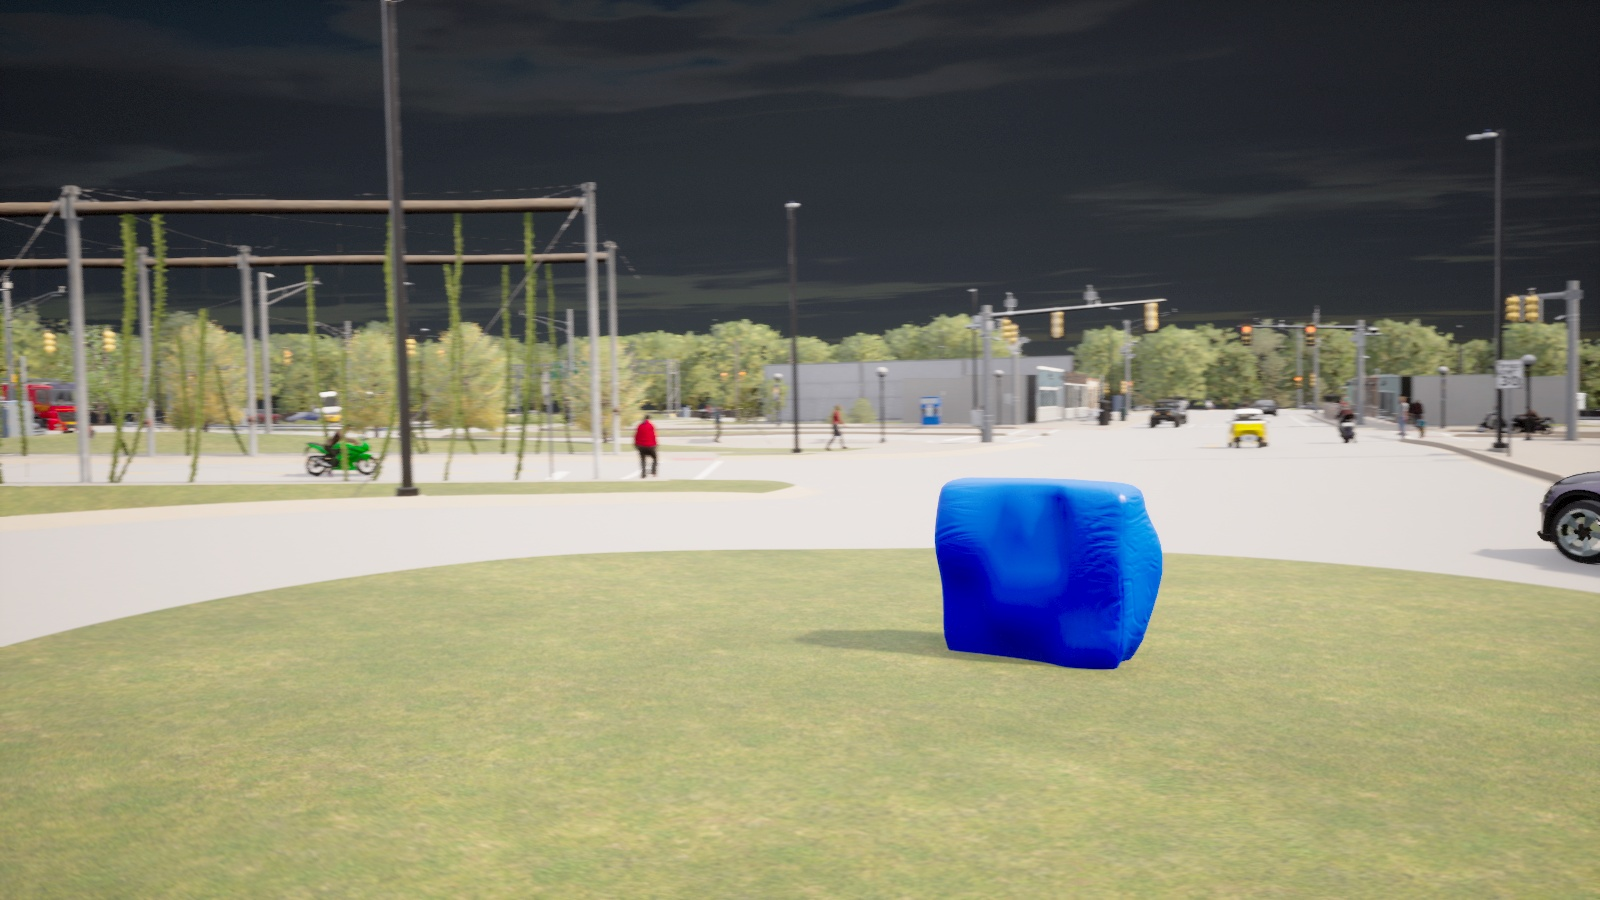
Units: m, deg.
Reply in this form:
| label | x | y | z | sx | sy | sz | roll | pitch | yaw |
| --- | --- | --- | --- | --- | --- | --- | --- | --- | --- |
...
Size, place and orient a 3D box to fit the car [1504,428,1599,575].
| label | x | y | z | sx | sy | sz | roll | pitch | yaw |
| --- | --- | --- | --- | --- | --- | --- | --- | --- | --- |
| car | 10.647 | 0.705 | 13.817 | 2.033 | 1.649 | 4.856 | 0 | 4 | -19 |

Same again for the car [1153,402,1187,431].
| label | x | y | z | sx | sy | sz | roll | pitch | yaw |
| --- | --- | --- | --- | --- | --- | --- | --- | --- | --- |
| car | 24.997 | -2.262 | 84.699 | 1.905 | 1.878 | 3.866 | 0 | 2 | 21 |

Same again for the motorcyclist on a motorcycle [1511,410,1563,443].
| label | x | y | z | sx | sy | sz | roll | pitch | yaw |
| --- | --- | --- | --- | --- | --- | --- | --- | --- | --- |
| motorcyclist on a motorcycle | 36.508 | -1.170 | 62.247 | 2.044 | 1.523 | 0.797 | 2 | 3 | 15 |

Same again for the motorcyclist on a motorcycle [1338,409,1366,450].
| label | x | y | z | sx | sy | sz | roll | pitch | yaw |
| --- | --- | --- | --- | --- | --- | --- | --- | --- | --- |
| motorcyclist on a motorcycle | 21.311 | -0.803 | 48.505 | 0.866 | 1.530 | 2.191 | 0 | 1 | 20 |

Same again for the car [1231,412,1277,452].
| label | x | y | z | sx | sy | sz | roll | pitch | yaw |
| --- | --- | --- | --- | --- | --- | --- | --- | --- | --- |
| car | 15.893 | -0.643 | 44.046 | 1.481 | 1.376 | 2.207 | 0 | 2 | 19 |

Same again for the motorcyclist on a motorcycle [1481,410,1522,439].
| label | x | y | z | sx | sy | sz | roll | pitch | yaw |
| --- | --- | --- | --- | --- | --- | --- | --- | --- | --- |
| motorcyclist on a motorcycle | 38.741 | -1.410 | 69.350 | 1.817 | 1.590 | 0.866 | 2 | 2 | 22 |

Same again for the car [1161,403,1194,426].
| label | x | y | z | sx | sy | sz | roll | pitch | yaw |
| --- | --- | --- | --- | --- | --- | --- | --- | --- | --- |
| car | 28.296 | -2.696 | 94.028 | 2.152 | 1.651 | 5.027 | 0 | 3 | 19 |

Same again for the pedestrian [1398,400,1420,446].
| label | x | y | z | sx | sy | sz | roll | pitch | yaw |
| --- | --- | --- | --- | --- | --- | --- | --- | --- | --- |
| pedestrian | 24.682 | -1.103 | 50.902 | 0.706 | 1.836 | 0.354 | 0 | 3 | 15 |

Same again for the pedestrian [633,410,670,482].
| label | x | y | z | sx | sy | sz | roll | pitch | yaw |
| --- | --- | --- | --- | --- | --- | --- | --- | --- | --- |
| pedestrian | -3.902 | -0.121 | 33.100 | 0.634 | 1.844 | 0.899 | 0 | 3 | 17 |

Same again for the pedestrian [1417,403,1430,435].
| label | x | y | z | sx | sy | sz | roll | pitch | yaw |
| --- | --- | --- | --- | --- | --- | --- | --- | --- | --- |
| pedestrian | 36.264 | -1.816 | 73.034 | 0.634 | 1.844 | 0.899 | 0 | 3 | 22 |

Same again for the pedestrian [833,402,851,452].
| label | x | y | z | sx | sy | sz | roll | pitch | yaw |
| --- | --- | --- | --- | --- | --- | --- | --- | --- | --- |
| pedestrian | 1.582 | -0.877 | 47.443 | 0.636 | 1.846 | 0.331 | -1 | 3 | -6 |

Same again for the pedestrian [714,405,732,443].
| label | x | y | z | sx | sy | sz | roll | pitch | yaw |
| --- | --- | --- | --- | --- | --- | --- | --- | --- | --- |
| pedestrian | -3.840 | -1.302 | 62.630 | 0.726 | 1.842 | 0.402 | 0 | 3 | 20 |

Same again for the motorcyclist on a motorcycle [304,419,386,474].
| label | x | y | z | sx | sy | sz | roll | pitch | yaw |
| --- | --- | --- | --- | --- | --- | --- | --- | --- | --- |
| motorcyclist on a motorcycle | -12.812 | -0.110 | 35.412 | 2.044 | 1.523 | 0.797 | 0 | 3 | -7 |
